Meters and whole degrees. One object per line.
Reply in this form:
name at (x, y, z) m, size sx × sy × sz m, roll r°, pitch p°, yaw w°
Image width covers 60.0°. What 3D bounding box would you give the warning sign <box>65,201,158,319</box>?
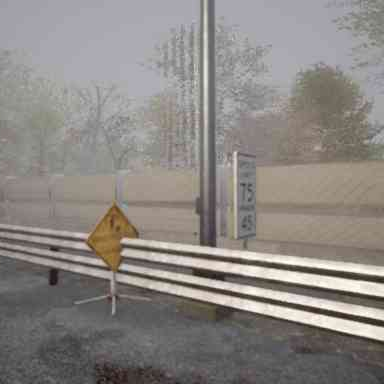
warning sign at (-1.469, 1.125, 6.198) m, size 1.060 × 1.860 × 1.300 m, roll -1°, pitch 0°, yaw 35°
